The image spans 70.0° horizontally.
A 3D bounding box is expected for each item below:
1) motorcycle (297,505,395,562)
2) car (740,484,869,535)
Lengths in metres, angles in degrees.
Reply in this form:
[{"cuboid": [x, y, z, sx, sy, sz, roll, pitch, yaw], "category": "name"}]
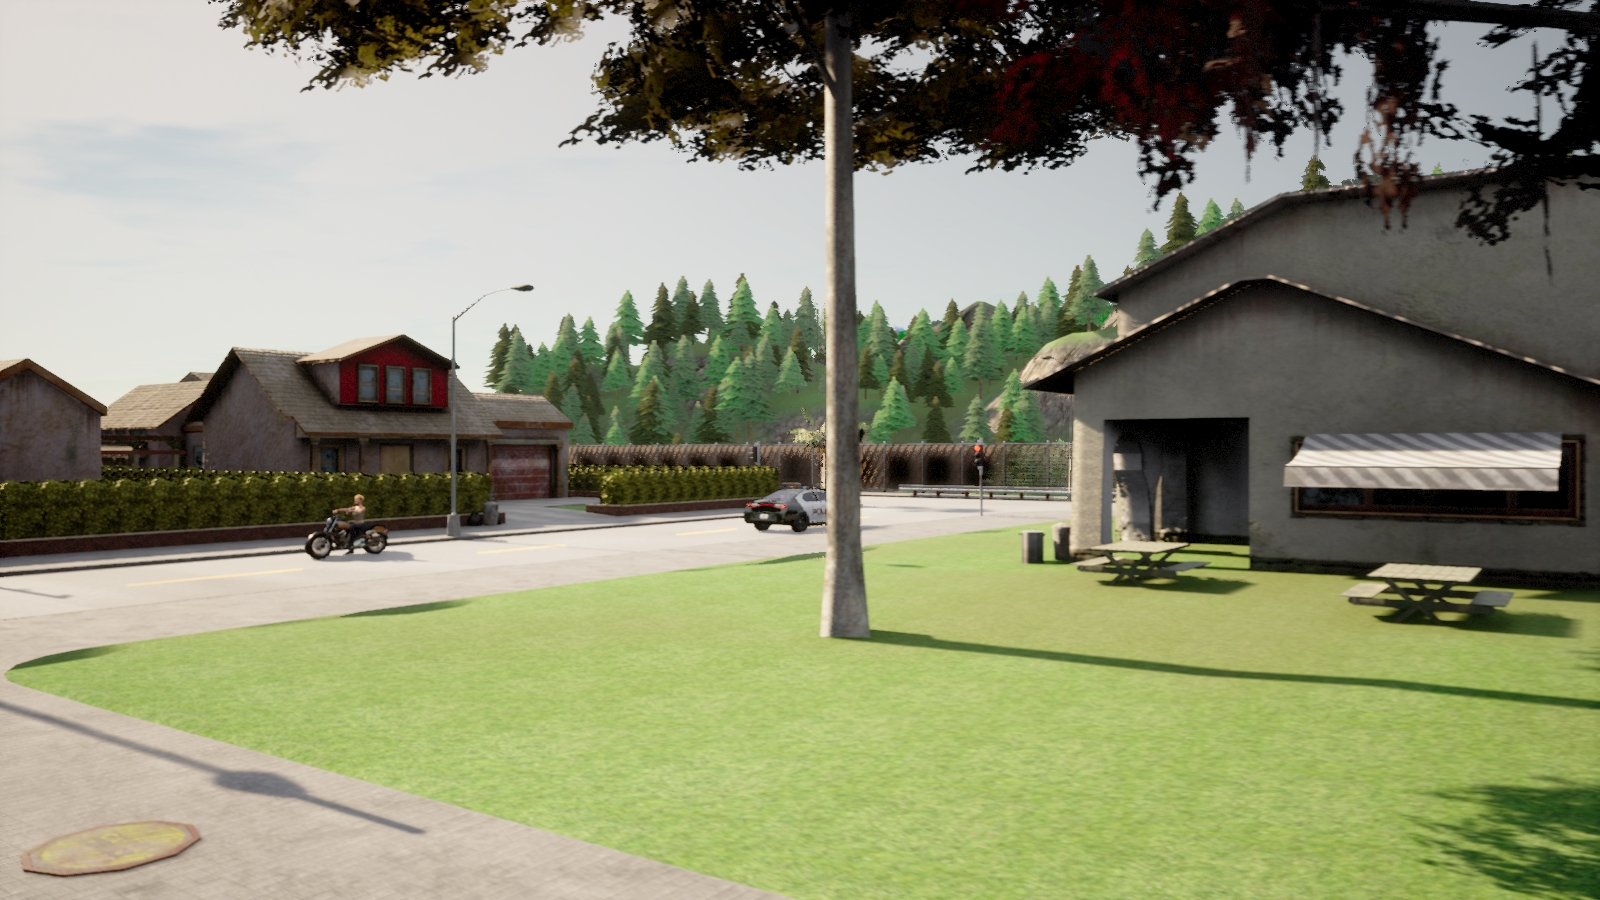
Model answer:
[{"cuboid": [-11.966, 2.175, 30.199, 0.764, 1.307, 2.356, 0, 0, 35], "category": "motorcycle"}, {"cuboid": [0.248, 2.055, 40.702, 2.038, 1.542, 4.974, 0, 0, 37], "category": "car"}]
